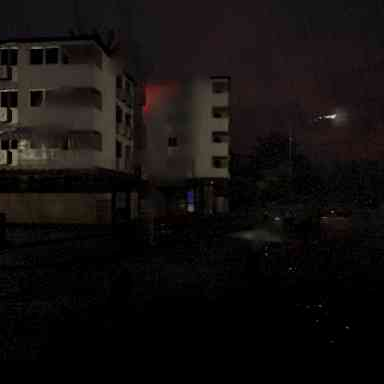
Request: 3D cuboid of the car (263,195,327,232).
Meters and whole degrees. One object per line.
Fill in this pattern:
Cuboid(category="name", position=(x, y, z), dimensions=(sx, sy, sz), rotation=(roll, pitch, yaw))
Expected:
Cuboid(category="car", position=(6.404, 1.207, 20.763), dimensions=(2.150, 2.045, 5.566), rotation=(0, 0, 36))

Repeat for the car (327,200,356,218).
Cuboid(category="car", position=(13.309, 1.547, 30.425), dimensions=(1.994, 1.385, 4.181), rotation=(0, 0, 35))

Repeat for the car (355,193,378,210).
Cuboid(category="car", position=(22.873, 1.200, 43.641), dimensions=(2.150, 2.045, 5.566), rotation=(0, 0, 36))
